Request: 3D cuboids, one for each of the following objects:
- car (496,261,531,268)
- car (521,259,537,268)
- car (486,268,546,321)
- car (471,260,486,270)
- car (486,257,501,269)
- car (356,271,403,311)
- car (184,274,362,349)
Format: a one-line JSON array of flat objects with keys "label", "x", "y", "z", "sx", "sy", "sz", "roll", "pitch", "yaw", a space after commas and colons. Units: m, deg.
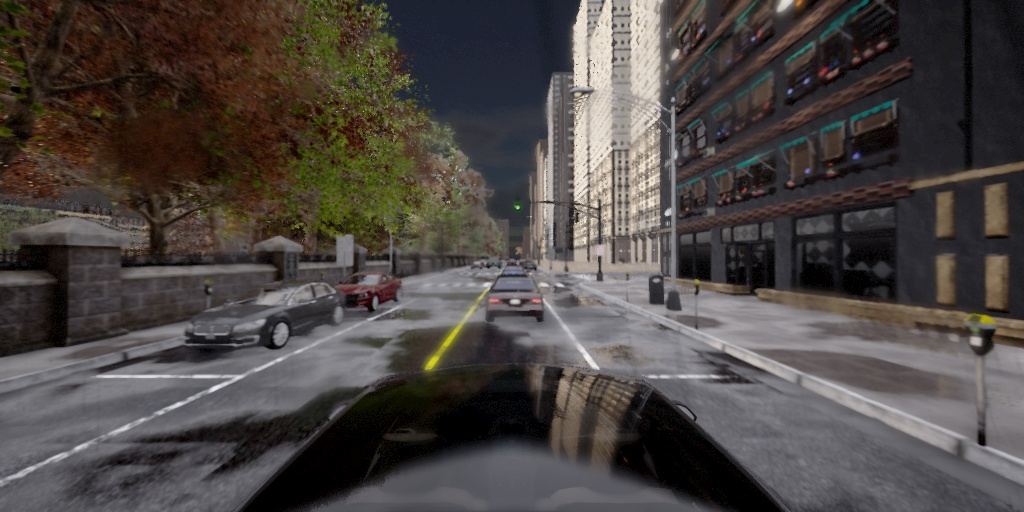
[{"label": "car", "x": 0.101, "y": 1.368, "z": 27.545, "sx": 2.033, "sy": 1.411, "sz": 5.357, "roll": 0, "pitch": 0, "yaw": 0}, {"label": "car", "x": 2.691, "y": 1.467, "z": 52.493, "sx": 1.948, "sy": 1.339, "sz": 4.313, "roll": 0, "pitch": 0, "yaw": 0}, {"label": "car", "x": 0.102, "y": 1.325, "z": 12.476, "sx": 2.033, "sy": 1.411, "sz": 5.357, "roll": 0, "pitch": 0, "yaw": 0}, {"label": "car", "x": -5.689, "y": 1.502, "z": 58.126, "sx": 1.802, "sy": 1.307, "sz": 4.207, "roll": 0, "pitch": 0, "yaw": 0}, {"label": "car", "x": -3.044, "y": 1.149, "z": 60.297, "sx": 2.150, "sy": 2.045, "sz": 5.566, "roll": 0, "pitch": 0, "yaw": 1}, {"label": "car", "x": -5.820, "y": 1.329, "z": 14.575, "sx": 1.888, "sy": 1.381, "sz": 4.507, "roll": 0, "pitch": 0, "yaw": 0}, {"label": "car", "x": -5.768, "y": 1.319, "z": 9.036, "sx": 2.007, "sy": 1.370, "sz": 4.403, "roll": 0, "pitch": 0, "yaw": 0}]
